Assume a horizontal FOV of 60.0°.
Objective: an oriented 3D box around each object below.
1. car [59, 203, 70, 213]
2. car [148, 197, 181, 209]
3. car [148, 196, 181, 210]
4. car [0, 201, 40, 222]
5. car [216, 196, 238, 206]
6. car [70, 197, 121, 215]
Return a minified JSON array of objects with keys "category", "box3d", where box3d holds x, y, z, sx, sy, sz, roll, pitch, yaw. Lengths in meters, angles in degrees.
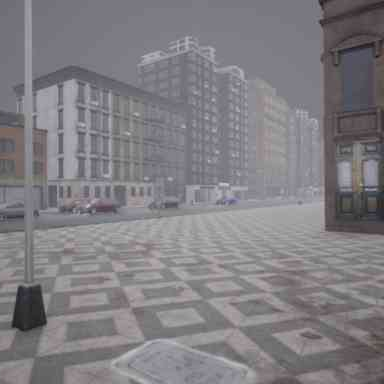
[{"category":"car","box3d":[-11.717,1.463,35.535,1.882,1.535,5.008,-1,0,35]},{"category":"car","box3d":[-3.810,1.435,46.654,1.882,1.535,5.008,-1,0,35]},{"category":"car","box3d":[-3.424,1.292,41.599,2.097,1.767,4.553,-1,0,35]},{"category":"car","box3d":[-14.324,1.542,26.246,1.994,1.385,4.181,-1,0,35]},{"category":"car","box3d":[5.683,1.395,54.278,1.882,1.535,5.008,-1,0,35]},{"category":"car","box3d":[-9.337,1.313,33.279,2.097,1.767,4.553,-1,0,35]}]
